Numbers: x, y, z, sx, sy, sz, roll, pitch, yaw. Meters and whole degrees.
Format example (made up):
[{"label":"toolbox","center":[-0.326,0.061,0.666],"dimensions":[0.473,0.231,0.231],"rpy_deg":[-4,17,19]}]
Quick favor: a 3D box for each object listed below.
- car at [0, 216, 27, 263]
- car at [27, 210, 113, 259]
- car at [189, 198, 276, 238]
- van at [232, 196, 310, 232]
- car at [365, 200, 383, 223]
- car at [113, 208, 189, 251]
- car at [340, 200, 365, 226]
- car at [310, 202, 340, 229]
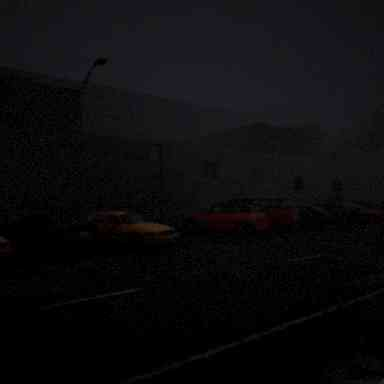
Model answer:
[{"label":"car","center":[-7.846,1.488,10.816],"dimensions":[5.366,1.575,1.946],"rpy_deg":[-1,-1,35]},{"label":"car","center":[-5.596,1.522,12.663],"dimensions":[4.792,1.488,2.163],"rpy_deg":[-1,0,35]},{"label":"car","center":[1.743,1.356,17.824],"dimensions":[4.553,1.767,2.185],"rpy_deg":[-1,0,34]},{"label":"van","center":[4.254,1.247,19.517],"dimensions":[4.442,1.987,1.878],"rpy_deg":[-1,-1,35]},{"label":"car","center":[11.603,1.410,24.668],"dimensions":[5.366,1.575,1.946],"rpy_deg":[-1,-1,35]},{"label":"car","center":[-2.986,1.485,14.277],"dimensions":[5.366,1.575,1.946],"rpy_deg":[-1,-1,35]},{"label":"car","center":[8.988,1.472,23.050],"dimensions":[4.792,1.488,2.163],"rpy_deg":[-1,0,35]},{"label":"car","center":[6.585,1.498,21.300],"dimensions":[4.674,1.452,2.002],"rpy_deg":[-1,0,35]}]
